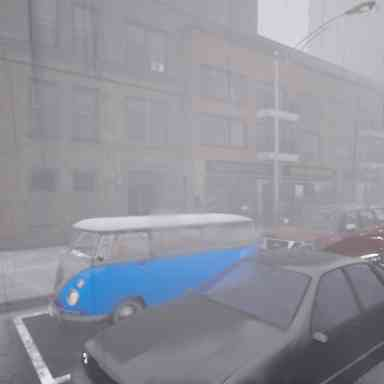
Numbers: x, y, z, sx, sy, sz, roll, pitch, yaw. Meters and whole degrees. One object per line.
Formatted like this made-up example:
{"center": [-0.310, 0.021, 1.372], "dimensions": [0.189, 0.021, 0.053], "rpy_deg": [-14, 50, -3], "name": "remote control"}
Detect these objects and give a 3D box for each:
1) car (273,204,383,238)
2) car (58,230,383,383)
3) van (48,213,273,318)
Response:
{"center": [4.062, 1.314, 9.663], "dimensions": [5.009, 1.841, 2.192], "rpy_deg": [0, 0, -35], "name": "car"}
{"center": [1.347, 1.547, 4.369], "dimensions": [5.357, 1.411, 2.033], "rpy_deg": [0, 0, -39], "name": "car"}
{"center": [-0.494, 1.341, 6.414], "dimensions": [3.998, 1.788, 1.690], "rpy_deg": [0, 0, -35], "name": "van"}
